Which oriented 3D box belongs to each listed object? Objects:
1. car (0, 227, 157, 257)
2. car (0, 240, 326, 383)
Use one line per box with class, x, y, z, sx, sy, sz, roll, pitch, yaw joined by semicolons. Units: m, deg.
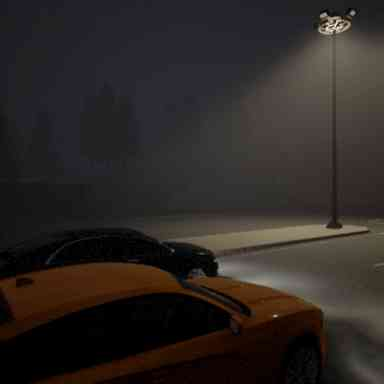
car;-1.638;1.494;6.878;4.892;1.490;1.837;0;0;-36
car;-0.710;1.472;3.240;5.008;1.535;1.882;0;0;-36
